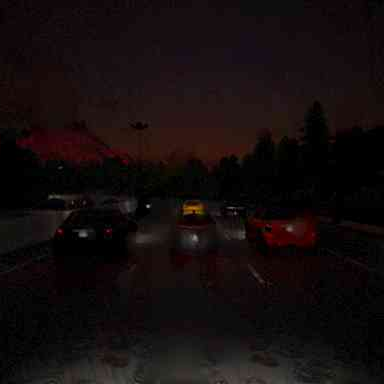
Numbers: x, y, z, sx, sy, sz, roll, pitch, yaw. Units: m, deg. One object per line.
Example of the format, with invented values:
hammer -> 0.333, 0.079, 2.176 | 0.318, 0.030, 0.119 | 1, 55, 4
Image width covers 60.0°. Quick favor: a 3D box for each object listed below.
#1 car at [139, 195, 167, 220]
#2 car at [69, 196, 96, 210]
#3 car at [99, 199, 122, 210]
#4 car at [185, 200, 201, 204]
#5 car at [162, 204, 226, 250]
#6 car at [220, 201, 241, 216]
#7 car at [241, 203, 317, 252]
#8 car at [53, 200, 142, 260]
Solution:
car -> -3.420, 1.246, 28.755 | 2.150, 2.045, 5.566 | 0, 0, 0
car -> -14.210, 1.390, 43.328 | 2.097, 1.767, 4.553 | 0, 0, -1
car -> -10.725, 1.603, 44.058 | 1.994, 1.385, 4.181 | 0, 0, -1
car -> 0.085, 1.506, 31.224 | 1.882, 1.535, 5.008 | 0, 0, 0
car -> 0.082, 1.505, 14.417 | 2.128, 1.511, 4.902 | 0, 0, 0
car -> 3.582, 1.518, 29.655 | 2.128, 1.511, 4.902 | 0, 0, 0
car -> 3.580, 1.366, 14.180 | 2.097, 1.767, 4.553 | 0, 0, 0
car -> -3.425, 1.364, 12.617 | 2.097, 1.767, 4.553 | 0, 0, 0
